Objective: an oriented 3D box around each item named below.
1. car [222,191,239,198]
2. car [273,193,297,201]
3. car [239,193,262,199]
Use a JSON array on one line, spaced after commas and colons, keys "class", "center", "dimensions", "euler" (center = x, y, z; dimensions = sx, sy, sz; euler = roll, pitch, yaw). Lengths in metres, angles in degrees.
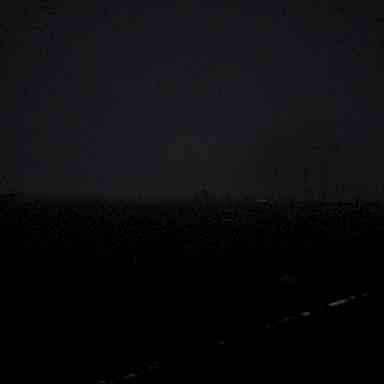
[{"class": "car", "center": [8.822, 0.514, 76.026], "dimensions": [1.837, 1.490, 4.892], "euler": [0, 1, -33]}, {"class": "car", "center": [17.471, 0.931, 62.767], "dimensions": [2.128, 1.511, 4.902], "euler": [0, 1, -33]}, {"class": "car", "center": [11.982, 0.890, 66.136], "dimensions": [1.994, 1.385, 4.181], "euler": [0, 1, -33]}]
